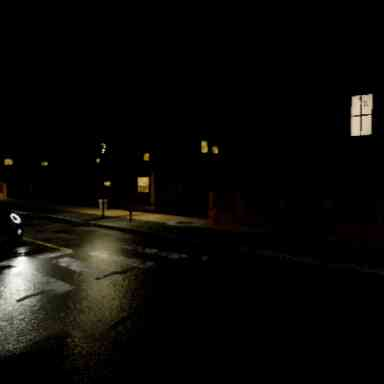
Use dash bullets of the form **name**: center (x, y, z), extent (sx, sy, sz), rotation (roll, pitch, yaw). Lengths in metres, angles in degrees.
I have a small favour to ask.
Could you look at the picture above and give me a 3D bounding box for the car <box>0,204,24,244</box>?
- **car**: center (-7.816, 0.847, 11.670), extent (4.553, 1.767, 2.097), rotation (2, 4, 40)
